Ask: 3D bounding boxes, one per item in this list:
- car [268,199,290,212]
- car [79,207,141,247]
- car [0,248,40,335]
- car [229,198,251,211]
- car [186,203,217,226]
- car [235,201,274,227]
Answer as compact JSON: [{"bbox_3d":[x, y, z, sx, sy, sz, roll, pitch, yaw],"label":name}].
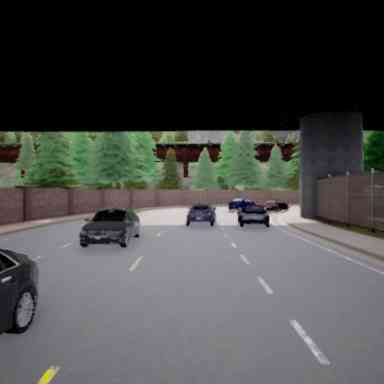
[{"bbox_3d":[9.707,1.526,38.382,1.994,1.385,4.181,0,0,38],"label":"car"},{"bbox_3d":[-3.502,1.490,14.961,1.837,1.490,4.892,0,0,1],"label":"car"},{"bbox_3d":[-3.588,1.502,3.971,1.837,1.490,4.892,0,0,0],"label":"car"},{"bbox_3d":[6.108,1.438,39.633,1.882,1.535,5.008,-1,0,33],"label":"car"},{"bbox_3d":[0.696,1.502,23.160,1.812,1.442,4.674,0,0,7],"label":"car"},{"bbox_3d":[4.157,1.542,22.802,1.994,1.385,4.181,0,0,7],"label":"car"}]
